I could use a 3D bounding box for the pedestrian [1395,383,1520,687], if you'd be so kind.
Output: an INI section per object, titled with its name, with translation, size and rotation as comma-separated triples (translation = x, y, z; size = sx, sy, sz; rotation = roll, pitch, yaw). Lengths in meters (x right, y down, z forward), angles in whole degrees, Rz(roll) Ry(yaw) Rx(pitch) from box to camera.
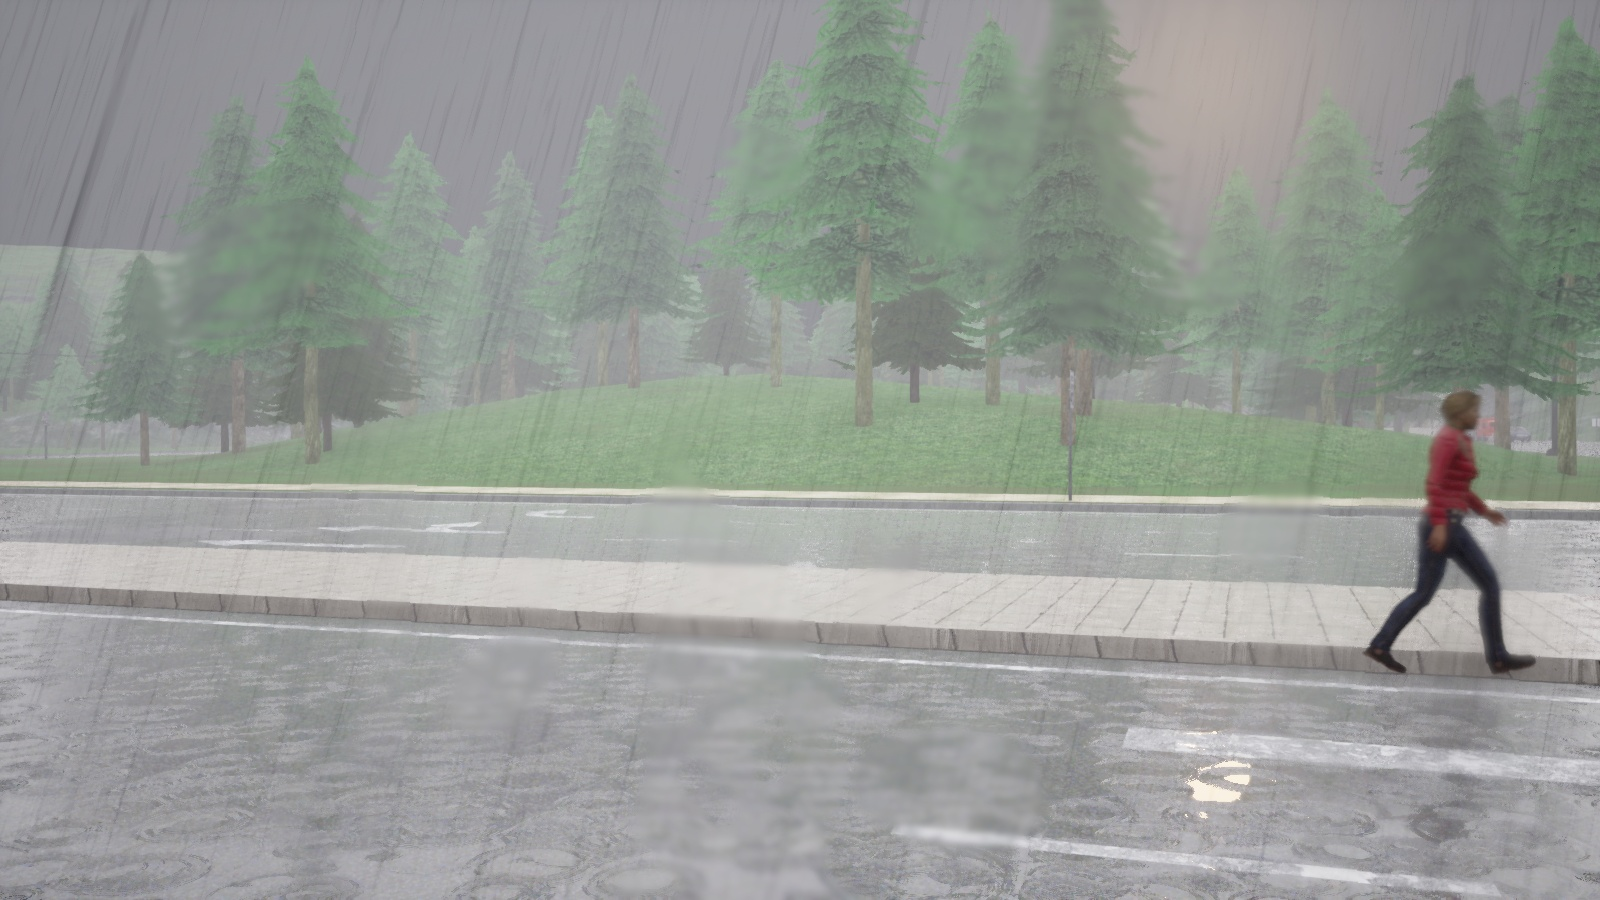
[pedestrian]
translation = 4.109, 0.513, 7.876
size = 0.636, 1.846, 0.331
rotation = 1, 1, 19
